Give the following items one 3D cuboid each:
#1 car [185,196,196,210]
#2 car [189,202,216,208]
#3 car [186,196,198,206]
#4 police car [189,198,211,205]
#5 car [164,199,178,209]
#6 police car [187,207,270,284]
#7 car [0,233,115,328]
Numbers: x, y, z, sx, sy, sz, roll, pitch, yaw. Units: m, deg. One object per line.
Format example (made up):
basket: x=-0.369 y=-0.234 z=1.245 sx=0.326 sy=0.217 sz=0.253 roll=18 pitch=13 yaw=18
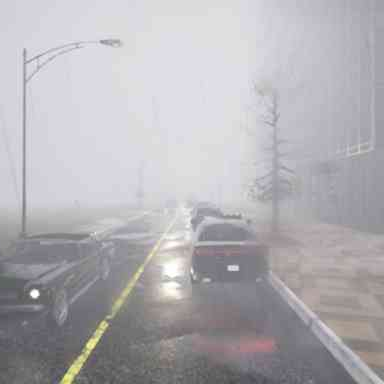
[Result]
car: x=0.034 y=1.711 z=47.303 sx=1.812 sy=1.442 sz=4.674 roll=0 pitch=0 yaw=0
car: x=0.904 y=1.583 z=19.729 sx=1.837 sy=1.490 sz=4.892 roll=0 pitch=0 yaw=0
car: x=0.015 y=1.589 z=60.756 sx=2.097 sy=1.767 sz=4.553 roll=0 pitch=0 yaw=0
police car: x=0.906 y=1.527 z=25.839 sx=1.930 sy=1.638 sz=5.238 roll=0 pitch=0 yaw=0
car: x=-3.082 y=1.719 z=49.522 sx=1.812 sy=1.442 sz=4.674 roll=0 pitch=0 yaw=0
police car: x=0.902 y=1.464 z=9.839 sx=1.930 sy=1.638 sz=5.238 roll=0 pitch=0 yaw=0
car: x=-3.099 y=1.630 z=7.163 sx=1.895 sy=1.301 sz=4.718 roll=0 pitch=0 yaw=0
